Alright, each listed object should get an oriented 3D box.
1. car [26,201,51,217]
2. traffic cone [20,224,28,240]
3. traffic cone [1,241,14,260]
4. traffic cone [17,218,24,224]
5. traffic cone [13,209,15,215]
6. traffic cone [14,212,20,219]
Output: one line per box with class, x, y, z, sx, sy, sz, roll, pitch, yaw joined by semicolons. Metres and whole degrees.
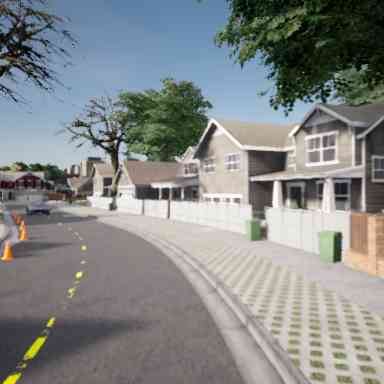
car;-15.060;1.553;32.450;2.033;1.411;5.357;-1;0;-30
traffic cone;-7.918;1.964;15.689;0.340;0.580;0.340;-1;0;-24
traffic cone;-6.242;1.966;11.286;0.340;0.580;0.340;-1;0;-18
traffic cone;-10.105;1.967;19.904;0.340;0.580;0.340;-1;0;-30
traffic cone;-15.094;1.977;28.570;0.340;0.580;0.340;-1;0;-30
traffic cone;-12.600;1.972;24.237;0.340;0.580;0.340;-1;0;-30
